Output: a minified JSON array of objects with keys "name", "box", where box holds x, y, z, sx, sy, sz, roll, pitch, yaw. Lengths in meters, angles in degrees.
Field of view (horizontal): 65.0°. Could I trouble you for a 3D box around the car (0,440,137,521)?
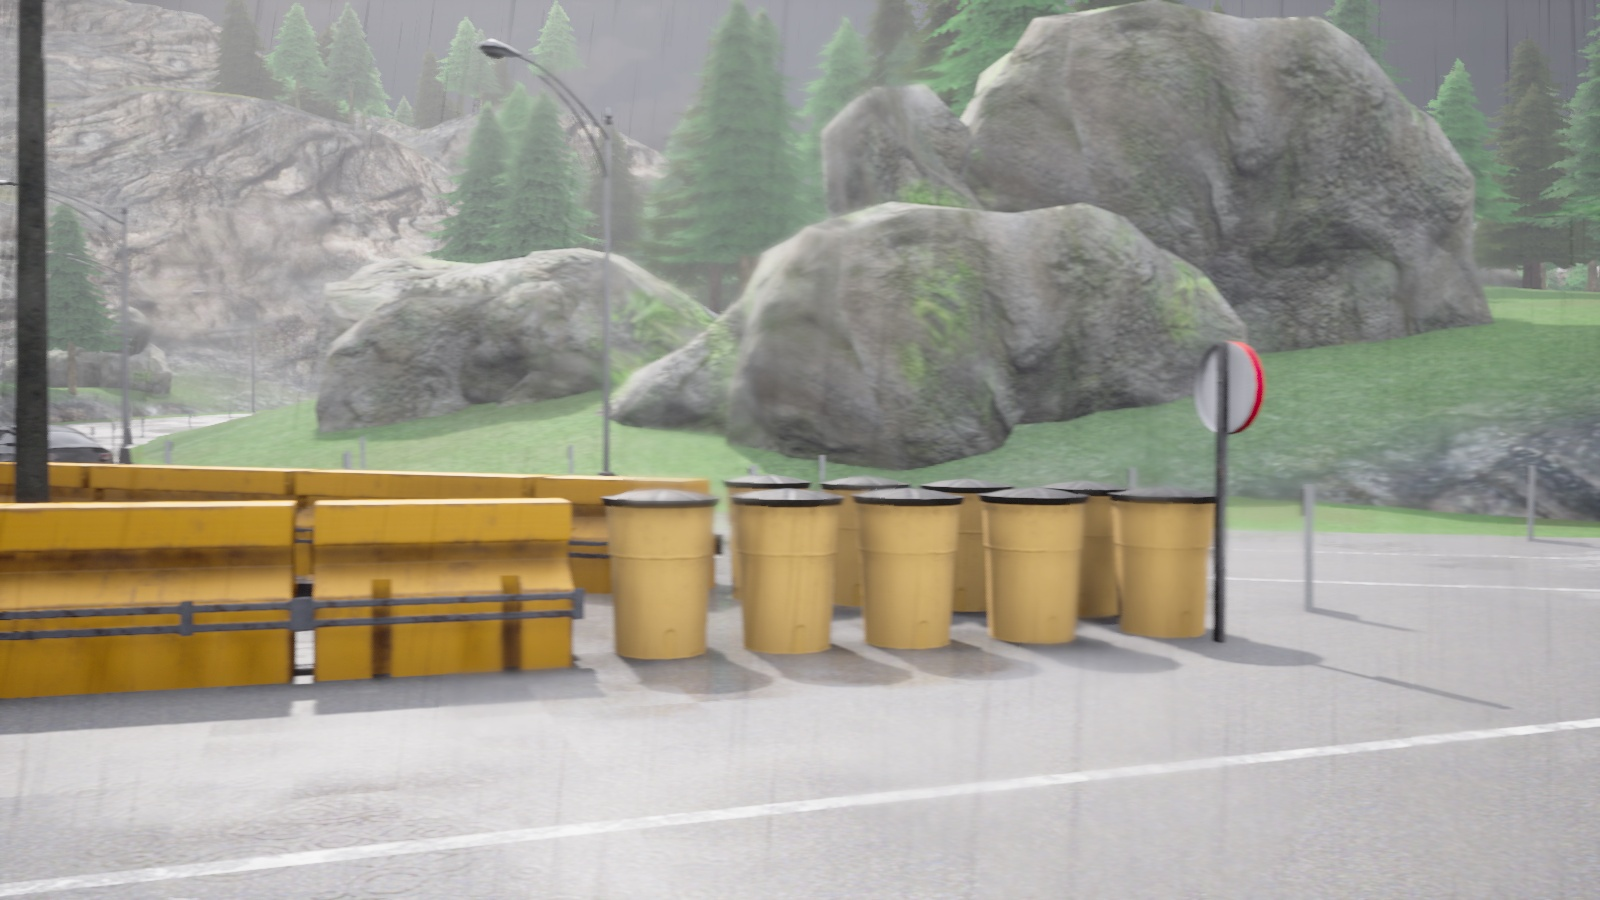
[{"name":"car","box":[-15.417,0.545,25.365,4.674,1.442,1.812,1,2,38]}]
